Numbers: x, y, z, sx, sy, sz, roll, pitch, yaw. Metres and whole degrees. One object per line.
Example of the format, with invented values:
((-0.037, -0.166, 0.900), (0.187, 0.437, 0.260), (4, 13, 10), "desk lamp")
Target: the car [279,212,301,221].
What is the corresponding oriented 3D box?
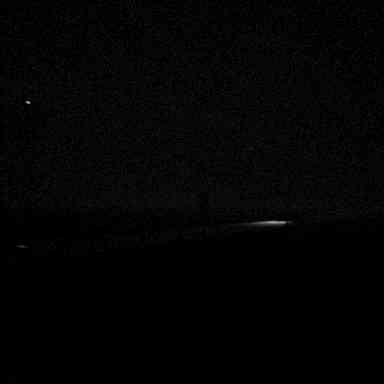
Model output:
((14.548, 3.608, 49.530), (1.895, 1.301, 4.718), (-2, -3, 35), "car")
